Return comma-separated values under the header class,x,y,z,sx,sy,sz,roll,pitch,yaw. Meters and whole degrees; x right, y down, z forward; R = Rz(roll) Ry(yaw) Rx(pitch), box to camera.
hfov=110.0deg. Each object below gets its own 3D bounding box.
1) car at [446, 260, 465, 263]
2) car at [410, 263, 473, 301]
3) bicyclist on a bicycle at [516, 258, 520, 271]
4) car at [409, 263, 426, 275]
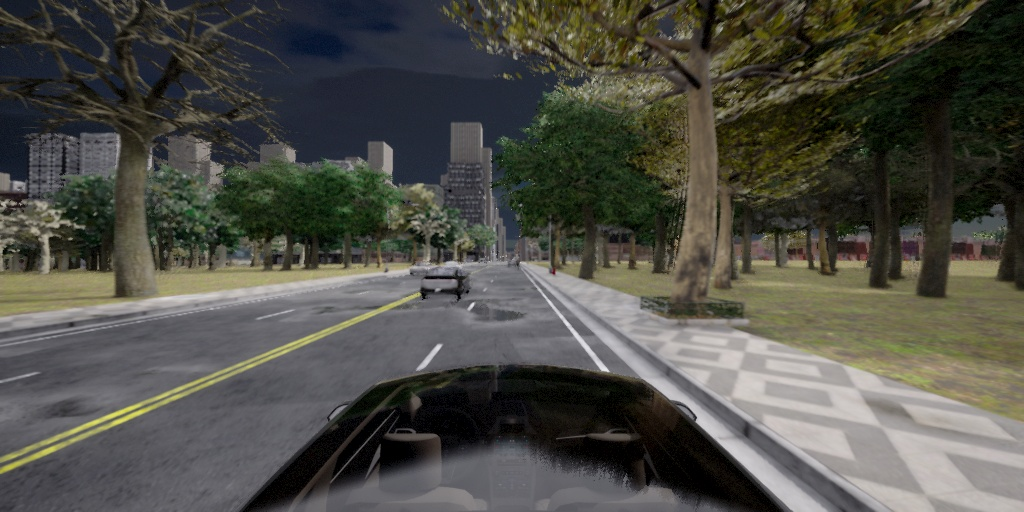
class,x,y,z,sx,sy,sz,roll,pitch,yaw
car,-6.557,1.342,38.916,1.812,1.442,4.674,0,0,0
car,-3.139,1.258,17.612,2.128,1.511,4.902,0,0,0
bicyclist on a bicycle,0.932,1.328,52.187,0.582,1.620,1.656,0,-1,0
car,-9.811,1.419,39.355,1.895,1.301,4.718,0,0,0
